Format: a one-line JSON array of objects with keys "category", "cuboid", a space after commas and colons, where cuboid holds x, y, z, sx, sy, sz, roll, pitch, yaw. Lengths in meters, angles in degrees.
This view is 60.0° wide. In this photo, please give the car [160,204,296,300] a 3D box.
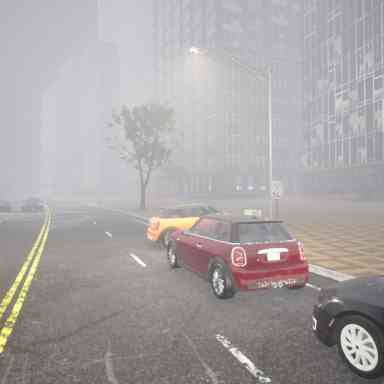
[{"category": "car", "cuboid": [0.887, 1.355, 8.831, 2.097, 1.767, 4.553, 0, 0, -22]}]

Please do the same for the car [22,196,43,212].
[{"category": "car", "cuboid": [-18.816, 1.393, 39.379, 2.097, 1.767, 4.553, 0, 0, -24]}]

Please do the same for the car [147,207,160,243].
[{"category": "car", "cuboid": [0.390, 1.276, 14.412, 4.553, 1.767, 2.097, -3, 1, -18]}]

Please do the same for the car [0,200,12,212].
[{"category": "car", "cuboid": [-21.773, 1.602, 38.030, 1.994, 1.385, 4.181, 0, 0, -24]}]

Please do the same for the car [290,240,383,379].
[{"category": "car", "cuboid": [3.620, 1.505, 3.359, 1.837, 1.490, 4.892, 0, 0, -35]}]
